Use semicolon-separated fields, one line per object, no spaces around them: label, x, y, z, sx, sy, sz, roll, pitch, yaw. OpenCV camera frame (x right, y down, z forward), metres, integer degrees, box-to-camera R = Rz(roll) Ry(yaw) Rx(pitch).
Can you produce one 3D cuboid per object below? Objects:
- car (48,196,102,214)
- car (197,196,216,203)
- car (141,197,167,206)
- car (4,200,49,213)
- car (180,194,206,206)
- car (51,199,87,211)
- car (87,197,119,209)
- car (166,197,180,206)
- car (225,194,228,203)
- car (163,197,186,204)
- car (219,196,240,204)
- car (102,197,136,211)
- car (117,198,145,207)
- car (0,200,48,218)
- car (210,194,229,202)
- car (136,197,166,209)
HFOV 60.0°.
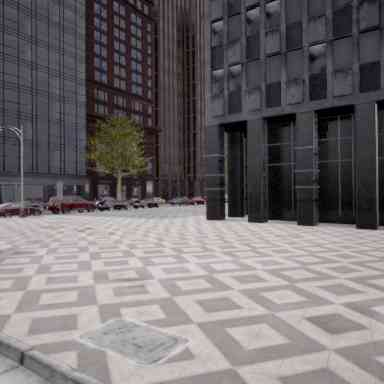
car;-12.191;1.291;33.954;2.192;1.841;5.009;-1;0;35
car;3.166;1.537;71.309;1.887;1.381;4.507;-1;0;35
car;-6.520;1.546;57.230;1.752;1.417;4.829;-1;0;35
car;-19.209;1.644;38.787;1.947;1.339;4.313;-1;0;35
car;0.595;1.464;52.534;1.887;1.381;4.507;-1;0;35
car;-16.013;1.643;43.433;1.802;1.307;4.206;-1;0;35
car;-12.818;1.486;48.079;1.967;1.590;4.097;-1;0;35
car;-1.647;1.498;53.893;2.033;1.411;5.357;-1;0;35
car;3.790;1.224;57.181;2.192;1.841;5.009;-1;0;35
car;-3.227;1.576;62.017;1.947;1.339;4.313;-1;0;35
car;6.988;1.465;61.824;1.947;1.339;4.313;-1;0;35
car;-8.993;1.526;38.598;1.947;1.339;4.313;-1;0;35
car;-9.620;1.614;52.725;1.802;1.307;4.206;-1;0;35
car;-15.385;1.577;29.307;1.802;1.307;4.206;-1;0;35
car;6.361;1.298;75.956;2.192;1.841;5.009;-1;0;35
car;-5.797;1.510;43.242;1.947;1.339;4.313;-1;0;35
